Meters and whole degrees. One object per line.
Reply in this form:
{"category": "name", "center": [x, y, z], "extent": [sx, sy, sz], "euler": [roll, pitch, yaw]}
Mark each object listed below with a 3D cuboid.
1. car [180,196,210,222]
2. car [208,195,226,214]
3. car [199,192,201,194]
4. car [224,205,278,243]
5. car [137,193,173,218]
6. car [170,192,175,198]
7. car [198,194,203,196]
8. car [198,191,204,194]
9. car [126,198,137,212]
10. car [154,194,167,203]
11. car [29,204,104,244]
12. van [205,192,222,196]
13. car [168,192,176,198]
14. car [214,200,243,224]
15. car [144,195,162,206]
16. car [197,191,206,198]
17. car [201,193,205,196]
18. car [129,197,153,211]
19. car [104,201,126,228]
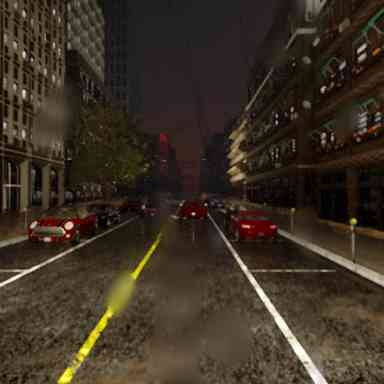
{"category": "car", "center": [0.100, 1.307, 24.587], "extent": [1.882, 1.535, 5.008], "euler": [0, 0, 0]}
{"category": "car", "center": [2.701, 1.328, 32.037], "extent": [2.008, 1.369, 4.403], "euler": [1, 0, 0]}
{"category": "car", "center": [2.668, 1.115, 65.974], "extent": [1.802, 1.307, 4.206], "euler": [1, 0, 0]}
{"category": "car", "center": [2.701, 1.478, 15.069], "extent": [1.802, 1.307, 4.206], "euler": [1, 0, 0]}
{"category": "car", "center": [-3.000, 1.180, 27.820], "extent": [2.097, 1.767, 4.553], "euler": [0, 0, 0]}
{"category": "car", "center": [-5.678, 1.001, 77.324], "extent": [2.008, 1.369, 4.403], "euler": [1, 0, 0]}
{"category": "car", "center": [0.100, 1.309, 41.740], "extent": [1.895, 1.301, 4.718], "euler": [0, 0, 0]}
{"category": "car", "center": [2.672, 0.807, 71.628], "extent": [2.192, 1.841, 5.009], "euler": [1, 0, 0]}
{"category": "car", "center": [-5.679, 1.321, 32.073], "extent": [1.887, 1.381, 4.507], "euler": [1, 0, 0]}
{"category": "car", "center": [-5.678, 1.100, 60.185], "extent": [1.752, 1.417, 4.829], "euler": [1, 0, 0]}
{"category": "car", "center": [-5.677, 1.336, 15.104], "extent": [1.967, 1.590, 4.097], "euler": [1, 0, 0]}
{"category": "van", "center": [2.704, 1.078, 37.692], "extent": [1.690, 1.788, 3.998], "euler": [1, 0, 0]}
{"category": "car", "center": [-5.677, 0.766, 94.292], "extent": [1.967, 1.590, 4.097], "euler": [1, 0, 0]}
{"category": "car", "center": [2.701, 1.407, 20.725], "extent": [2.008, 1.369, 4.403], "euler": [1, 0, 0]}
{"category": "car", "center": [-5.679, 1.207, 49.043], "extent": [2.008, 1.369, 4.403], "euler": [1, 0, 0]}
{"category": "car", "center": [2.672, 0.641, 94.253], "extent": [2.192, 1.841, 5.009], "euler": [1, 0, 0]}
{"category": "car", "center": [2.708, 1.223, 49.005], "extent": [1.947, 1.339, 4.313], "euler": [1, 0, 0]}
{"category": "car", "center": [-5.679, 1.288, 37.730], "extent": [2.008, 1.369, 4.403], "euler": [1, 0, 0]}
{"category": "car", "center": [-5.679, 1.422, 20.761], "extent": [1.947, 1.339, 4.313], "euler": [1, 0, 0]}
